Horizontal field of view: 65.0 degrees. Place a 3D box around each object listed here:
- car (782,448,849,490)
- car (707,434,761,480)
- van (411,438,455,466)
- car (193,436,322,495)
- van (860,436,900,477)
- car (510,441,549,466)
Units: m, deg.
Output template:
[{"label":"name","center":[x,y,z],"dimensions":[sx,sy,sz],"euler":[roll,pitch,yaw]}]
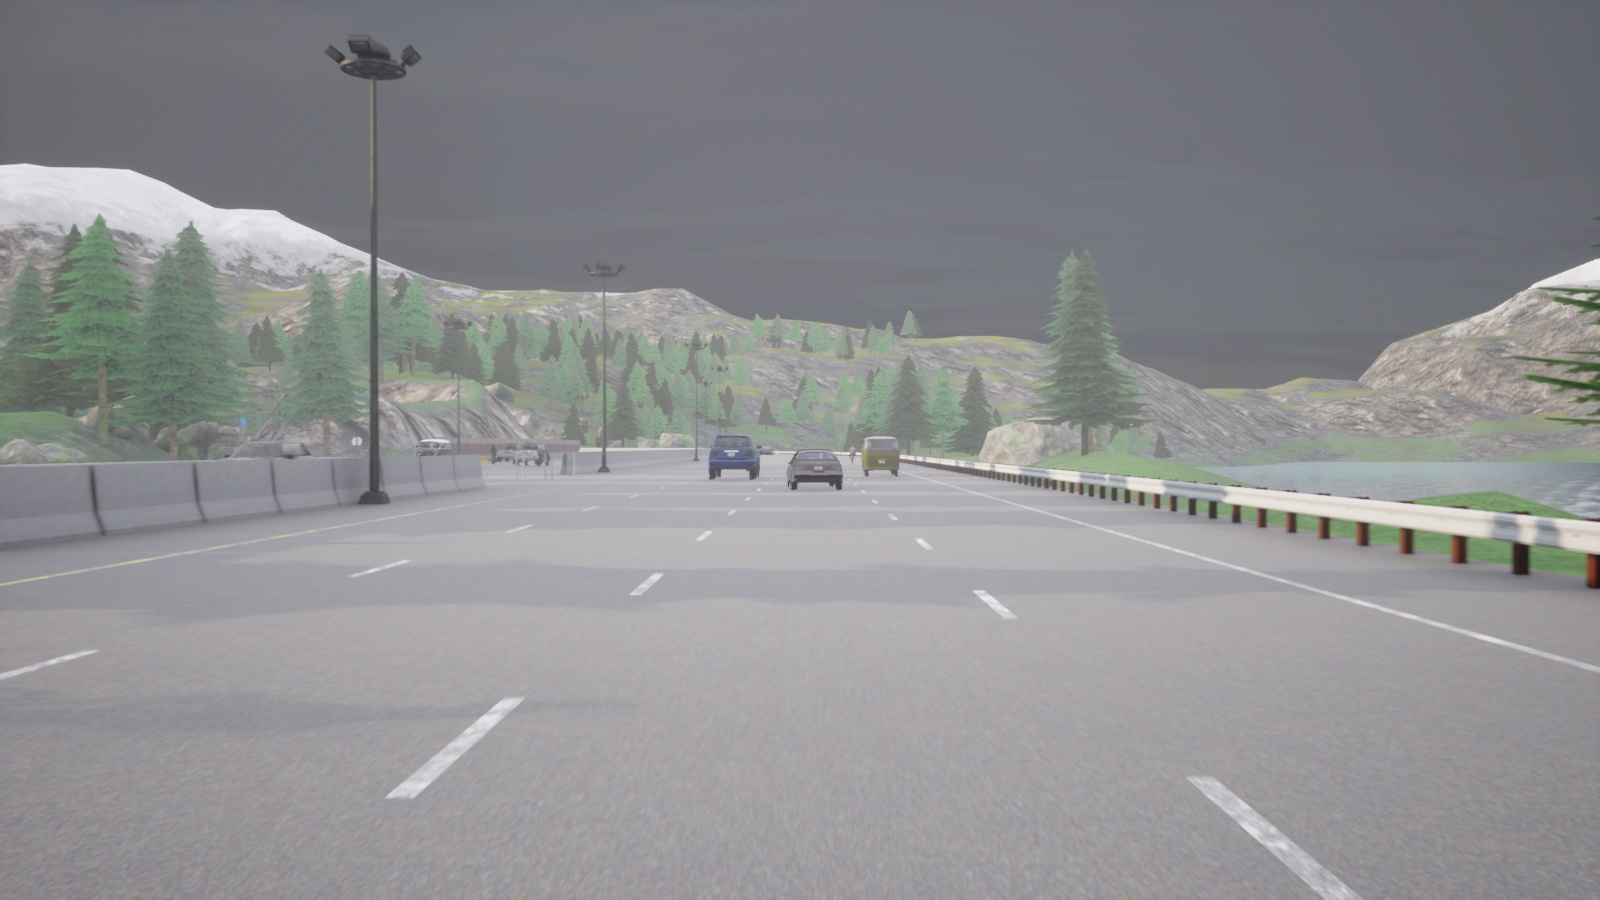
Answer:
[{"label":"car","center":[0.490,0.656,45.241],"dimensions":[2.033,1.411,5.357],"euler":[0,0,-3]},{"label":"car","center":[-3.026,0.283,58.620],"dimensions":[2.150,2.045,5.566],"euler":[0,0,0]},{"label":"van","center":[-27.196,0.167,93.257],"dimensions":[2.069,2.038,4.480],"euler":[1,-1,-2]},{"label":"car","center":[-17.185,0.468,40.030],"dimensions":[2.097,1.767,4.553],"euler":[0,0,0]},{"label":"van","center":[4.014,0.308,63.378],"dimensions":[1.775,1.987,4.442],"euler":[0,0,0]},{"label":"car","center":[-20.222,0.258,94.117],"dimensions":[1.932,1.855,4.605],"euler":[0,0,0]}]
